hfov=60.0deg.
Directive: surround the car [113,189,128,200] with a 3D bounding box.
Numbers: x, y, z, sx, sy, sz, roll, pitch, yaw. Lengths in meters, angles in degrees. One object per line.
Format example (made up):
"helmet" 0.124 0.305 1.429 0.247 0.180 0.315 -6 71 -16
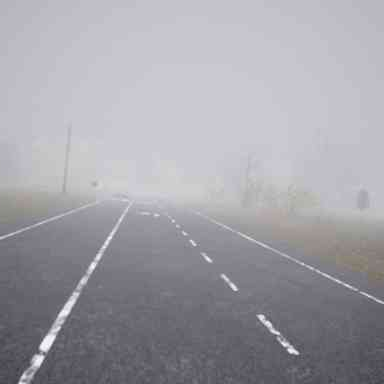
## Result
"car" -10.606 0.321 49.982 1.812 1.442 4.674 5 0 -9
